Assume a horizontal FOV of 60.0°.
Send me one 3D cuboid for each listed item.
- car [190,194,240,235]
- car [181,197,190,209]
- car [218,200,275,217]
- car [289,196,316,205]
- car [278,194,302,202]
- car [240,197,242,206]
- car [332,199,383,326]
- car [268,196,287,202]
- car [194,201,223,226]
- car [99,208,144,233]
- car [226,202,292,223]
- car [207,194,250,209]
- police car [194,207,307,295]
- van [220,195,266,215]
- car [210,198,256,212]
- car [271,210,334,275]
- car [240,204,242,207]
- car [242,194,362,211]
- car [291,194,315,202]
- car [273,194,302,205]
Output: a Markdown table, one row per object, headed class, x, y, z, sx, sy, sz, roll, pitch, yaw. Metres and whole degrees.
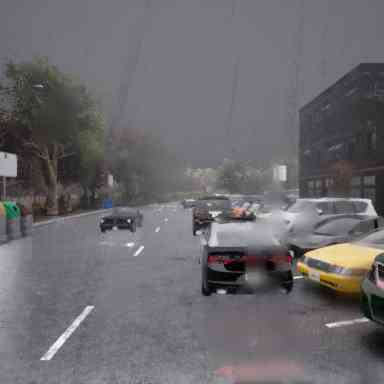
| class | x | y | z | sx | sy | sz | roll | pitch | yaw |
| --- | --- | --- | --- | --- | --- | --- | --- | --- | --- |
| car | 1.119 | 1.245 | 18.813 | 2.150 | 2.045 | 5.566 | 0 | 0 | 0 |
| car | -0.203 | 1.619 | 46.323 | 1.812 | 1.442 | 4.674 | 0 | 0 | 0 |
| car | 5.238 | 1.538 | 32.122 | 5.008 | 1.535 | 2.097 | 1 | 0 | -20 |
| car | 20.991 | 1.666 | 63.342 | 2.163 | 1.488 | 4.792 | 0 | 1 | -22 |
| car | 23.616 | 1.440 | 80.383 | 2.435 | 2.045 | 5.566 | 0 | -1 | -22 |
| car | 5.248 | 1.382 | 20.101 | 4.553 | 1.767 | 2.185 | 1 | 0 | -20 |
| car | 5.299 | 1.236 | 5.070 | 5.566 | 2.045 | 2.435 | 1 | 0 | -20 |
| car | 20.593 | 1.719 | 80.285 | 2.163 | 1.488 | 4.792 | 0 | -1 | -22 |
| car | 1.101 | 1.512 | 24.783 | 1.882 | 1.535 | 5.008 | 0 | 0 | 0 |
| car | -4.073 | 1.623 | 19.817 | 1.895 | 1.301 | 4.718 | 0 | 0 | 0 |
| car | 5.266 | 1.562 | 26.110 | 4.674 | 1.452 | 2.002 | 1 | 0 | -20 |
| car | 5.187 | 1.330 | 47.160 | 5.566 | 2.045 | 2.435 | 1 | 0 | -20 |
| police car | 1.145 | 1.431 | 8.892 | 1.930 | 1.638 | 5.238 | 0 | 0 | 0 |
| van | 5.344 | 1.323 | 35.168 | 4.442 | 1.987 | 1.878 | 1 | 0 | -20 |
| car | 5.027 | 1.558 | 41.065 | 5.366 | 1.575 | 1.946 | 1 | 0 | -20 |
| car | 5.269 | 1.523 | 11.085 | 4.792 | 1.488 | 2.163 | 1 | 0 | -20 |
| car | 5.261 | 1.532 | 17.086 | 4.792 | 1.488 | 2.163 | 1 | 0 | -20 |
| car | 5.269 | 1.246 | 14.087 | 5.566 | 2.045 | 2.435 | 1 | 0 | -20 |
| car | 26.676 | 1.441 | 80.434 | 2.435 | 2.045 | 5.566 | 1 | -1 | -22 |
| car | 18.077 | 1.384 | 63.214 | 2.435 | 2.045 | 5.566 | 0 | 1 | -22 |
